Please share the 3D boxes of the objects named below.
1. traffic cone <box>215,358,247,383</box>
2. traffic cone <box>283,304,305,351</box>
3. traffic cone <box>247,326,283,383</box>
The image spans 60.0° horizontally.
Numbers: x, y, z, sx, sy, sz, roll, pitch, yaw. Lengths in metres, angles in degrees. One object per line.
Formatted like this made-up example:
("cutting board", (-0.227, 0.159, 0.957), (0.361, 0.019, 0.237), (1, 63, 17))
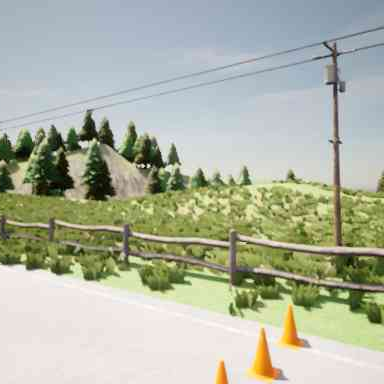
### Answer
("traffic cone", (0.296, 1.960, 3.315), (0.340, 0.580, 0.340), (0, 0, 35))
("traffic cone", (1.455, 1.960, 4.944), (0.340, 0.580, 0.340), (0, 0, 35))
("traffic cone", (0.875, 1.960, 4.130), (0.340, 0.580, 0.340), (0, 0, 35))
